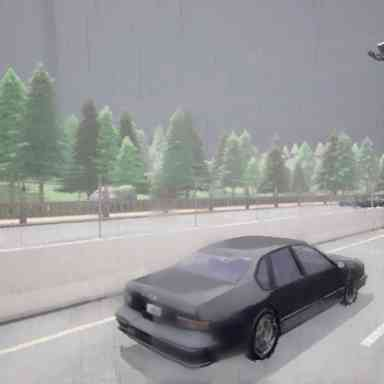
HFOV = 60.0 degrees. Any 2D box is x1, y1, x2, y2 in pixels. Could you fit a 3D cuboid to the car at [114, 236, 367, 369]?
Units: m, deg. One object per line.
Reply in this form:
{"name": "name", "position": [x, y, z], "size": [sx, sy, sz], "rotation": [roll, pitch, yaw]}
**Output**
{"name": "car", "position": [1.308, 1.530, 5.966], "size": [5.357, 1.411, 2.033], "rotation": [0, 0, -44]}

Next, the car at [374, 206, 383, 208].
{"name": "car", "position": [22.678, 1.290, 41.193], "size": [5.008, 1.535, 1.882], "rotation": [0, 0, -40]}
